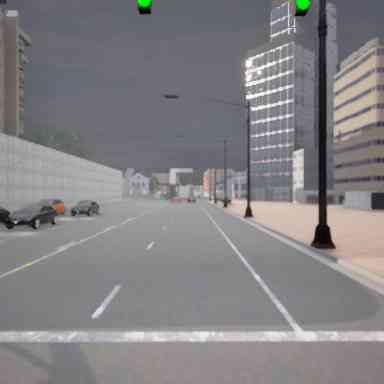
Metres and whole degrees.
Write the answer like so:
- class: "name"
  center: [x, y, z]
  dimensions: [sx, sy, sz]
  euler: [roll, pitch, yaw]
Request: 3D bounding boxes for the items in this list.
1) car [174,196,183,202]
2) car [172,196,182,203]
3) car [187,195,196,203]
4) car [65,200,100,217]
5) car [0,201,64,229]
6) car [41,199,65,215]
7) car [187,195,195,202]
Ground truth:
- class: "car"
  center: [-3.639, 1.753, 87.673]
  dimensions: [2.128, 1.511, 4.902]
  euler: [0, 0, 1]
- class: "car"
  center: [-3.627, 1.663, 78.857]
  dimensions: [2.097, 1.767, 4.553]
  euler: [0, 0, 0]
- class: "car"
  center: [-0.127, 1.862, 79.274]
  dimensions: [1.994, 1.385, 4.181]
  euler: [0, 0, 0]
- class: "car"
  center: [-10.644, 1.634, 33.404]
  dimensions: [1.837, 1.490, 4.892]
  euler: [0, 0, 0]
- class: "car"
  center: [-10.635, 1.592, 22.432]
  dimensions: [1.837, 1.490, 4.892]
  euler: [0, 0, 0]
- class: "car"
  center: [-14.140, 1.480, 32.721]
  dimensions: [2.097, 1.767, 4.553]
  euler: [0, 0, 0]
- class: "car"
  center: [-0.139, 1.584, 87.649]
  dimensions: [2.097, 1.767, 4.553]
  euler: [0, 0, 1]
